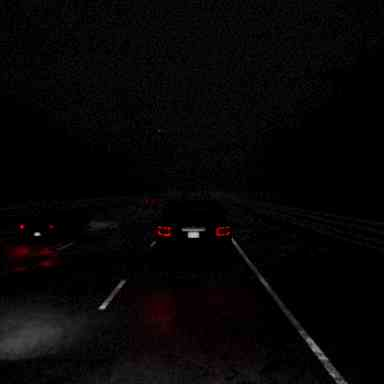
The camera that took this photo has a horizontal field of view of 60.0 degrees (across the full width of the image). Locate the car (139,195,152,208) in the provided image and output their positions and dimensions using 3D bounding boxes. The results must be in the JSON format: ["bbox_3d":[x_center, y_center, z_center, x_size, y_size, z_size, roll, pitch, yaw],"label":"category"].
[{"bbox_3d":[-5.827,1.242,45.664,2.097,1.767,4.553,0,0,3],"label":"car"}]

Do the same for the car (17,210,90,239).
[{"bbox_3d":[-6.792,1.566,16.968,1.895,1.301,4.718,0,0,1],"label":"car"}]

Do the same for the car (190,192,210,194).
[{"bbox_3d":[1.160,1.245,47.042,2.097,1.767,4.553,0,0,3],"label":"car"}]

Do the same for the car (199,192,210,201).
[{"bbox_3d":[2.866,0.987,74.874,2.150,2.045,5.566,0,0,4],"label":"car"}]

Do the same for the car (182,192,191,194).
[{"bbox_3d":[-1.020,1.017,68.331,2.150,2.045,5.566,0,0,4],"label":"car"}]

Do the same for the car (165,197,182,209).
[{"bbox_3d":[-2.396,1.402,44.134,1.837,1.490,4.892,0,0,3],"label":"car"}]

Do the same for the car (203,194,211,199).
[{"bbox_3d":[4.254,1.190,94.635,2.033,1.411,5.357,0,0,4],"label":"car"}]

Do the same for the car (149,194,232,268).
[{"bbox_3d":[0.075,1.204,11.322,2.150,2.045,5.566,0,0,1],"label":"car"}]
